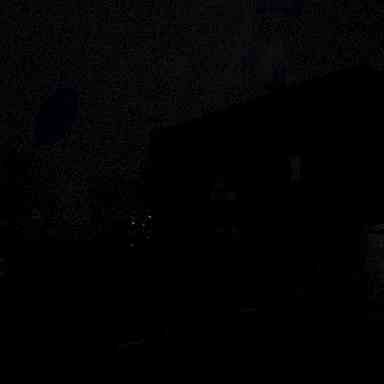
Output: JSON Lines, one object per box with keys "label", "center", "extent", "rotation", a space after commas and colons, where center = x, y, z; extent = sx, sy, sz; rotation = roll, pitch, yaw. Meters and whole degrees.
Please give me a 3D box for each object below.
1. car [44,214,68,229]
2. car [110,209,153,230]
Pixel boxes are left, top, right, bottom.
{"label": "car", "center": [-19.332, 4.194, 47.053], "extent": [2.150, 2.045, 5.566], "rotation": [0, -5, -36]}
{"label": "car", "center": [-5.123, 2.199, 27.827], "extent": [2.097, 1.767, 4.553], "rotation": [0, -5, -37]}
